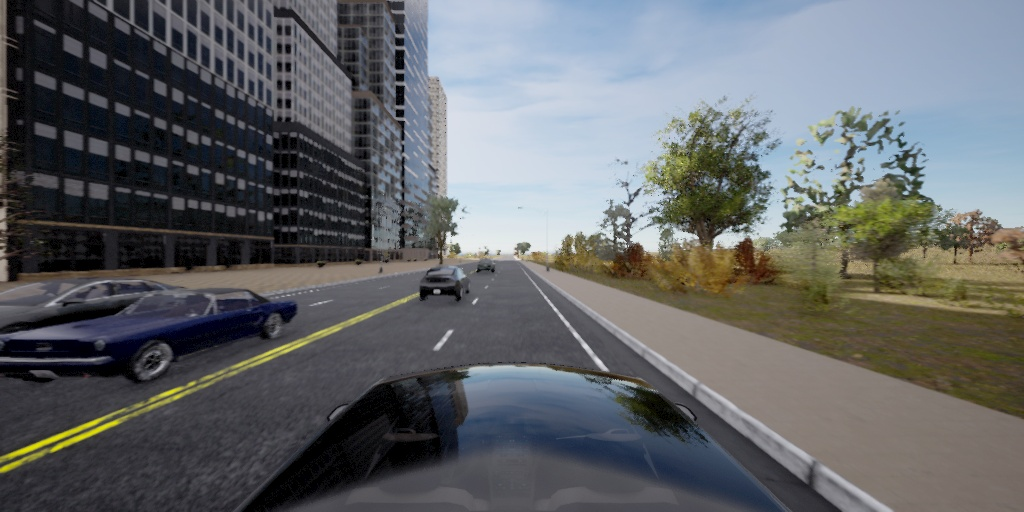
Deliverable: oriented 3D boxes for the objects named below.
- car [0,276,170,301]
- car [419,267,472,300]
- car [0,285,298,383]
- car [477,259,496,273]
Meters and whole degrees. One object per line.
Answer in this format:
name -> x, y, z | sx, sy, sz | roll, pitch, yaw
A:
car -> -9.844, 1.244, 8.020 | 2.128, 1.511, 4.902 | 0, 0, 0
car -> -3.156, 1.257, 17.509 | 1.837, 1.490, 4.892 | 0, 0, 0
car -> -6.597, 1.353, 7.256 | 1.895, 1.301, 4.718 | 0, 0, 0
car -> -3.165, 1.107, 44.787 | 2.097, 1.767, 4.553 | 0, 0, 0
